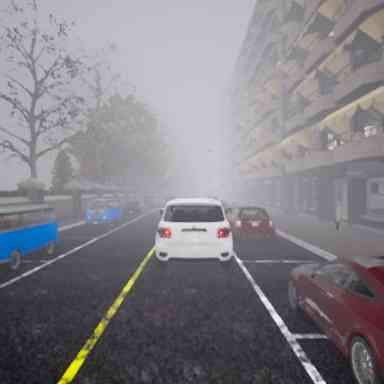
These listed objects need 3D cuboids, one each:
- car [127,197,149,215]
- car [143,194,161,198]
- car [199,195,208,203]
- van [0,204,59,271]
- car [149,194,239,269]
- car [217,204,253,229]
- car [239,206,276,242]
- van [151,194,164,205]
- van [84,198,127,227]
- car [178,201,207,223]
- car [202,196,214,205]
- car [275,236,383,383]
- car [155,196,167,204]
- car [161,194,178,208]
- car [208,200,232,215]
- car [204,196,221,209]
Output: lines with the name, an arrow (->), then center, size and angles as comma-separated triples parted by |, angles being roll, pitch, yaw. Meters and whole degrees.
car -> -5.686, 1.492, 33.002 | 1.947, 1.339, 4.313 | 0, 0, 0
car -> -5.685, 1.221, 44.262 | 2.192, 1.841, 5.009 | 0, 0, 0
car -> 2.360, 1.399, 69.174 | 1.812, 1.442, 4.674 | 0, 0, 0
van -> -5.688, 1.317, 10.480 | 1.690, 1.788, 3.998 | 0, 0, 0
car -> 0.062, 1.198, 11.190 | 2.150, 2.045, 5.566 | 0, 0, 0
car -> 2.693, 1.533, 21.741 | 1.802, 1.307, 4.206 | 0, 0, 0
car -> 2.692, 1.403, 16.110 | 1.967, 1.590, 4.097 | 0, 0, 0
van -> -5.684, 1.230, 55.522 | 1.690, 1.788, 3.998 | 0, 0, 0
van -> -5.688, 1.292, 21.741 | 1.690, 1.788, 3.998 | 0, 0, 0
car -> 0.068, 1.488, 26.382 | 2.033, 1.411, 5.357 | 0, 0, 0
car -> 2.697, 1.415, 55.692 | 1.752, 1.417, 4.829 | 0, 0, 0
car -> 2.691, 1.571, 4.849 | 1.802, 1.307, 4.206 | 0, 0, 0
car -> -5.683, 1.465, 61.153 | 1.802, 1.307, 4.206 | 0, 0, 0
car -> -3.082, 1.253, 46.156 | 2.097, 1.767, 4.553 | 0, 0, 0
car -> 2.694, 1.492, 33.002 | 1.947, 1.339, 4.313 | 0, 0, 0
car -> 2.695, 1.346, 44.261 | 1.967, 1.590, 4.097 | 0, 0, 0
